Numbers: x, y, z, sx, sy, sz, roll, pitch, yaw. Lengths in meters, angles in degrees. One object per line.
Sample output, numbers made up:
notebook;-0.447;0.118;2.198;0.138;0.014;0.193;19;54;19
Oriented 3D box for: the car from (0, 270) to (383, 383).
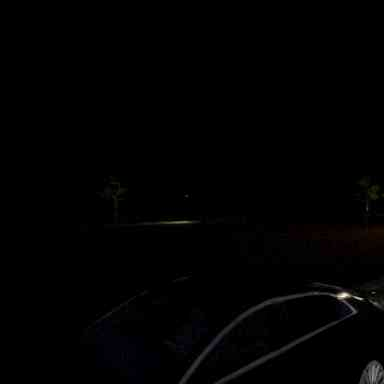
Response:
car;0.137;1.633;3.188;4.902;1.511;2.128;1;-3;-38
